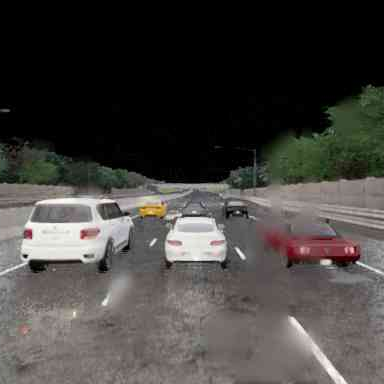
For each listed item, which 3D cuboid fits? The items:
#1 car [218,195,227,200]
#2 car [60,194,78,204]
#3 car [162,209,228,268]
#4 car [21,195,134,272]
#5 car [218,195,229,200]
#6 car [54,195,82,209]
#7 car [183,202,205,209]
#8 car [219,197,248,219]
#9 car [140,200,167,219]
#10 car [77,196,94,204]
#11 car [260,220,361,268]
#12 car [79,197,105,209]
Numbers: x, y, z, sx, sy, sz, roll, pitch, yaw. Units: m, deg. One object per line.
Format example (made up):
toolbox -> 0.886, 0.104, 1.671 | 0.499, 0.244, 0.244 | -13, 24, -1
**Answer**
car -> 7.739, 1.445, 84.445 | 1.895, 1.301, 4.718 | 0, 0, 1
car -> -23.433, 1.340, 63.532 | 2.097, 1.767, 4.553 | 0, 0, -2
car -> 0.117, 1.522, 11.153 | 1.812, 1.442, 4.674 | 0, 0, 0
car -> -3.385, 1.217, 10.946 | 2.150, 2.045, 5.566 | 0, 0, 0
car -> 7.437, 1.355, 74.877 | 2.128, 1.511, 4.902 | 0, 0, 3
car -> -17.345, 1.341, 46.711 | 2.097, 1.767, 4.553 | 0, 0, 1
car -> 0.189, 1.557, 28.283 | 1.994, 1.385, 4.181 | 0, 0, 0
car -> 3.694, 1.471, 29.201 | 1.882, 1.535, 5.008 | 0, 0, 0
car -> -3.306, 1.470, 29.194 | 1.882, 1.535, 5.008 | 0, 0, 0
car -> -20.572, 1.545, 64.297 | 1.994, 1.385, 4.181 | 0, 0, 1
car -> 3.616, 1.598, 11.181 | 1.895, 1.301, 4.718 | 0, 0, 0
car -> -13.855, 1.480, 46.270 | 2.128, 1.511, 4.902 | 0, 0, 1
